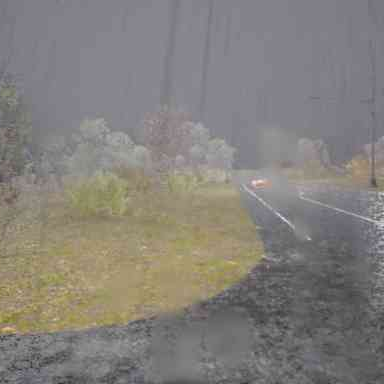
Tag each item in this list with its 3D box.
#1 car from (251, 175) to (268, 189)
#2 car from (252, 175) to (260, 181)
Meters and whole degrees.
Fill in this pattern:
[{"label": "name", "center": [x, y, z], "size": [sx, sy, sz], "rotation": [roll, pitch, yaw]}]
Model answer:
[{"label": "car", "center": [9.167, -1.365, 45.447], "size": [2.097, 1.767, 4.553], "rotation": [-2, 3, 6]}, {"label": "car", "center": [17.491, -3.933, 91.315], "size": [1.994, 1.385, 4.181], "rotation": [-2, 3, 10]}]
